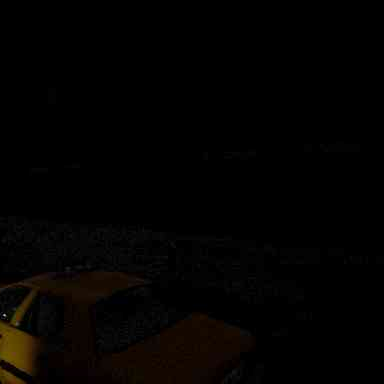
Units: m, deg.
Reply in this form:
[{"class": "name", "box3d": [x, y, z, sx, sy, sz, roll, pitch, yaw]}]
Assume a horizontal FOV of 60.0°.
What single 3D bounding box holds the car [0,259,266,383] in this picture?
[{"class": "car", "box3d": [-1.573, 1.518, 4.080, 4.829, 1.417, 1.752, 0, 0, 35]}]
